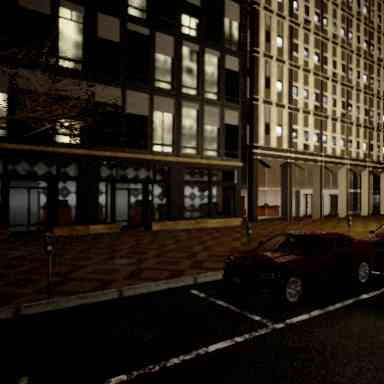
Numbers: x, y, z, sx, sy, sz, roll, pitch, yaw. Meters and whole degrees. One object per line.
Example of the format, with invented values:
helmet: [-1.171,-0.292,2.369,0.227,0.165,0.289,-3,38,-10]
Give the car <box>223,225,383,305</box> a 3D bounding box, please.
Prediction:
car: [2.779,1.618,8.274,4.507,1.381,1.887,1,0,-36]

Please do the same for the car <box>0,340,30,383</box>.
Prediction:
car: [-3.066,1.483,0.894,4.892,1.490,1.837,1,0,-35]
